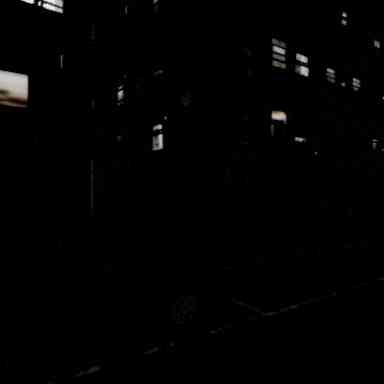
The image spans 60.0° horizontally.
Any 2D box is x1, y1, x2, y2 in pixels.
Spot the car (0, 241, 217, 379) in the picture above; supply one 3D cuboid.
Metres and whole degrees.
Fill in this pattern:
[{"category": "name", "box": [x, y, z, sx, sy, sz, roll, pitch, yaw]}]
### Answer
[{"category": "car", "box": [-1.649, 1.545, 5.383, 4.507, 1.381, 1.887, 0, 0, -36]}]
